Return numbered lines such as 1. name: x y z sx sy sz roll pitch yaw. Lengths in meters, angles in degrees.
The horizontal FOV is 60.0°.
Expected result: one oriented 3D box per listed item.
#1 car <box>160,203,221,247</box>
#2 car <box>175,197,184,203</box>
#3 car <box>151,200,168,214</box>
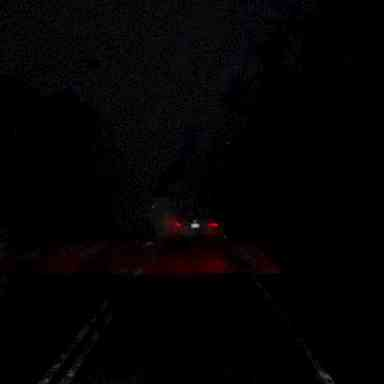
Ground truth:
1. car: 0.117 1.353 13.186 2.033 1.411 5.357 0 -5 0
2. car: -2.884 1.931 75.986 1.994 1.385 4.181 0 -1 0
3. car: -3.248 1.541 35.217 1.812 1.442 4.674 0 0 0
